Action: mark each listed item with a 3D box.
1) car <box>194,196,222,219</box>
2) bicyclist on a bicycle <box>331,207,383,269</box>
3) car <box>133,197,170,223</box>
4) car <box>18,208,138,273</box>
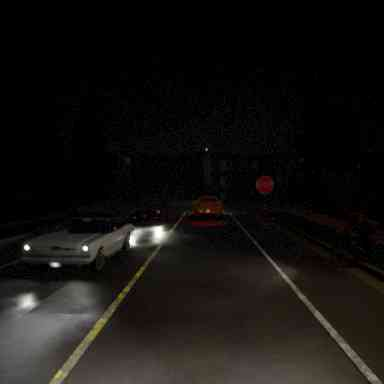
[{"bbox_3d":[1.128,1.023,23.852,1.882,1.535,5.008,0,1,2],"label":"car"},{"bbox_3d":[4.484,1.196,8.884,1.656,1.620,0.582,-9,1,3],"label":"bicyclist on a bicycle"},{"bbox_3d":[-2.582,1.058,21.501,1.882,1.535,5.008,0,1,3],"label":"car"},{"bbox_3d":[-3.182,1.396,10.178,1.895,1.301,4.718,0,1,3],"label":"car"}]
